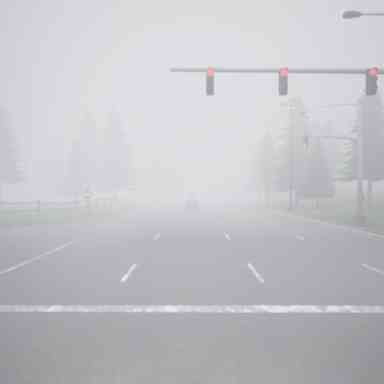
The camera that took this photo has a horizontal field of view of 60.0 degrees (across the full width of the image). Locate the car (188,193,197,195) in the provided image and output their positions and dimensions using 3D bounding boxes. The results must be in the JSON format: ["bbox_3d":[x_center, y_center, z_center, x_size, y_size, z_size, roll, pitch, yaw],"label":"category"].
[{"bbox_3d":[0.059,1.433,71.020,1.994,1.385,4.181,0,0,0],"label":"car"}]

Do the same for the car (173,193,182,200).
[{"bbox_3d":[-3.433,1.060,80.996,2.097,1.767,4.553,0,0,0],"label":"car"}]

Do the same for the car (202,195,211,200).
[{"bbox_3d":[3.567,1.300,81.050,1.895,1.301,4.718,0,0,0],"label":"car"}]

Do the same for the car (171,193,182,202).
[{"bbox_3d":[-3.441,1.421,70.606,2.033,1.411,5.357,0,0,0],"label":"car"}]

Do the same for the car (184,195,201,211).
[{"bbox_3d":[0.033,1.463,39.990,1.812,1.442,4.674,0,0,0],"label":"car"}]

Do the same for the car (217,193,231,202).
[{"bbox_3d":[7.059,1.405,71.014,1.812,1.442,4.674,0,0,0],"label":"car"}]

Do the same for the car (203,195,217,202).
[{"bbox_3d":[3.559,1.406,70.600,2.128,1.511,4.902,0,0,0],"label":"car"}]

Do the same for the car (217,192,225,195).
[{"bbox_3d":[7.067,0.930,81.047,2.150,2.045,5.566,0,0,0],"label":"car"}]
